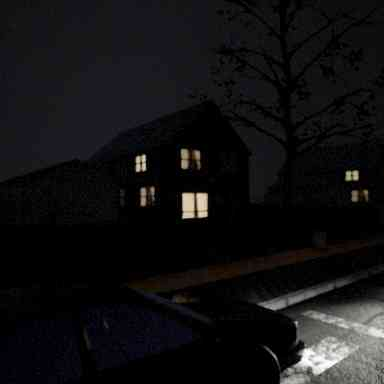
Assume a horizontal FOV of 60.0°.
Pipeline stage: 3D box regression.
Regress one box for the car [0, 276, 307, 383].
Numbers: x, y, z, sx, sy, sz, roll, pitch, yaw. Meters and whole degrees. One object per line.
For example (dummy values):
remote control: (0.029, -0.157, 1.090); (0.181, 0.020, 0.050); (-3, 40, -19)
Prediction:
car: (-1.178, 1.645, 3.333); (5.357, 1.411, 2.033); (0, -2, -36)
